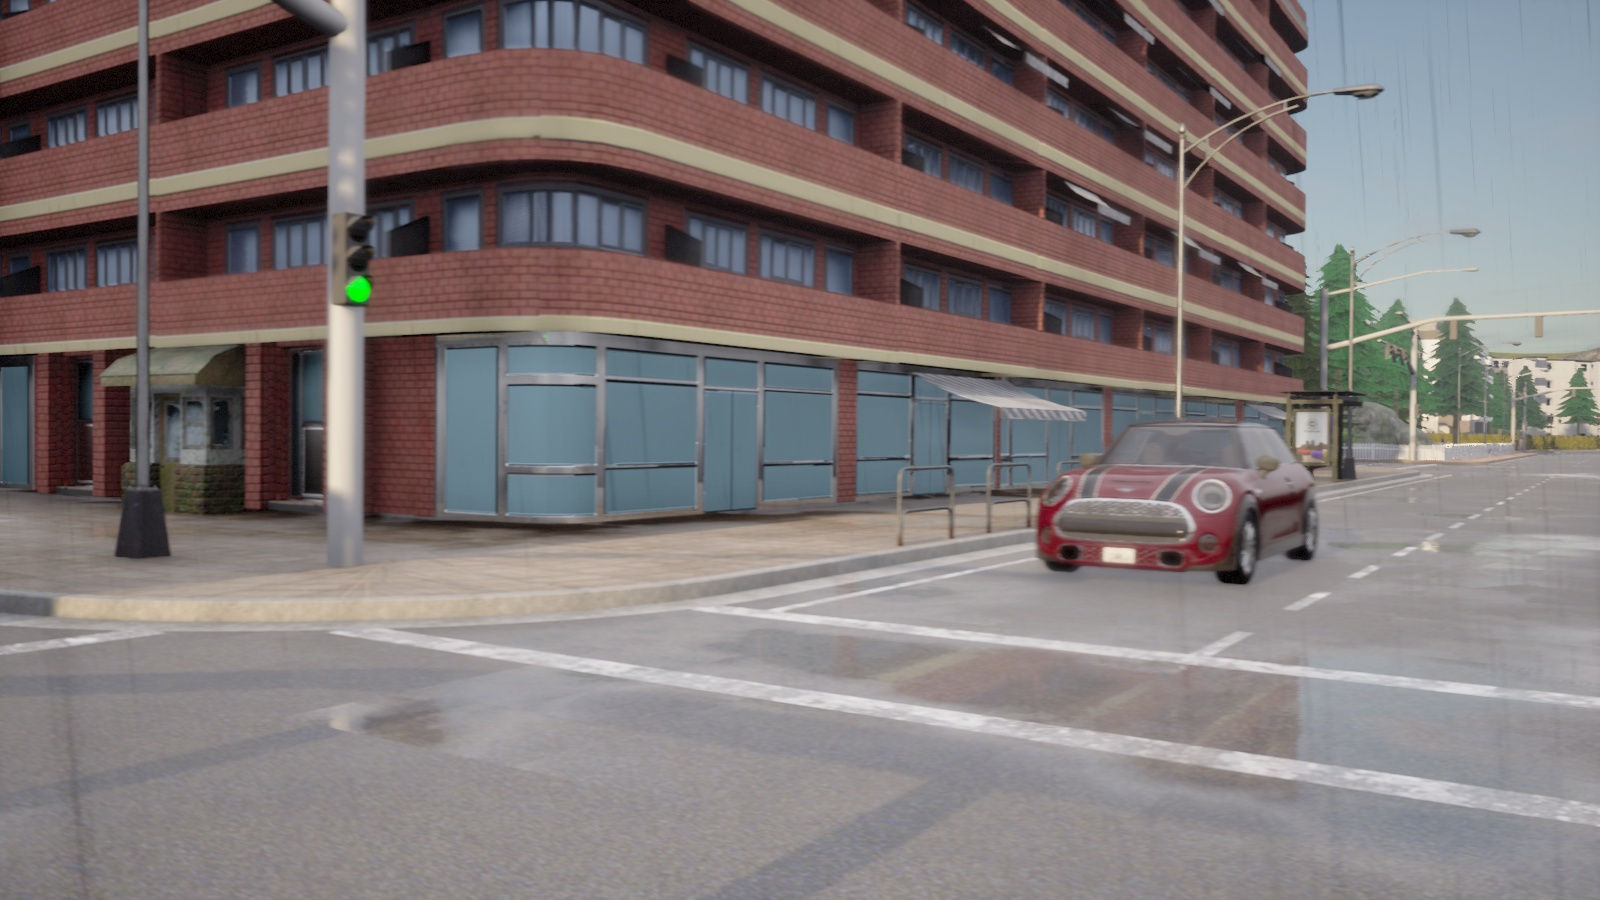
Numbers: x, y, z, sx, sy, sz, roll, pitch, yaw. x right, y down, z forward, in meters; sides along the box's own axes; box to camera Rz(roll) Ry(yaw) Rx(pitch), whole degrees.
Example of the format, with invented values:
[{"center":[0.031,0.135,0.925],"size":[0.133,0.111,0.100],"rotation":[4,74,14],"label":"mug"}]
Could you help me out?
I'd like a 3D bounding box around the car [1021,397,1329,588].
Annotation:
[{"center":[4.383,0.357,14.120],"size":[2.097,1.767,4.553],"rotation":[0,1,33],"label":"car"}]
